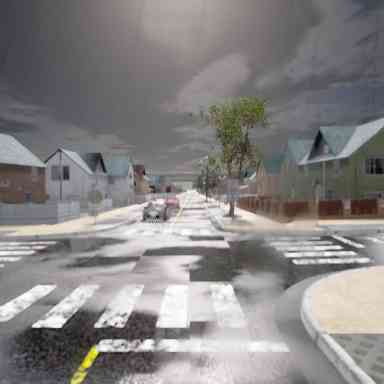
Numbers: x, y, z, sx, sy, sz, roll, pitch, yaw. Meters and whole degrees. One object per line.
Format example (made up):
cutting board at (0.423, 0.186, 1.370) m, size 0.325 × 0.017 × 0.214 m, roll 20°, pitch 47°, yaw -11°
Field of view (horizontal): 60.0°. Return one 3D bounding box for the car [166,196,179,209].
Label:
car at (-2.824, 1.315, 45.376) m, size 2.097 × 1.767 × 4.553 m, roll 0°, pitch 0°, yaw 0°

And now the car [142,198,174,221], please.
car at (-2.839, 1.470, 26.855) m, size 2.128 × 1.511 × 4.902 m, roll 0°, pitch 0°, yaw 0°
